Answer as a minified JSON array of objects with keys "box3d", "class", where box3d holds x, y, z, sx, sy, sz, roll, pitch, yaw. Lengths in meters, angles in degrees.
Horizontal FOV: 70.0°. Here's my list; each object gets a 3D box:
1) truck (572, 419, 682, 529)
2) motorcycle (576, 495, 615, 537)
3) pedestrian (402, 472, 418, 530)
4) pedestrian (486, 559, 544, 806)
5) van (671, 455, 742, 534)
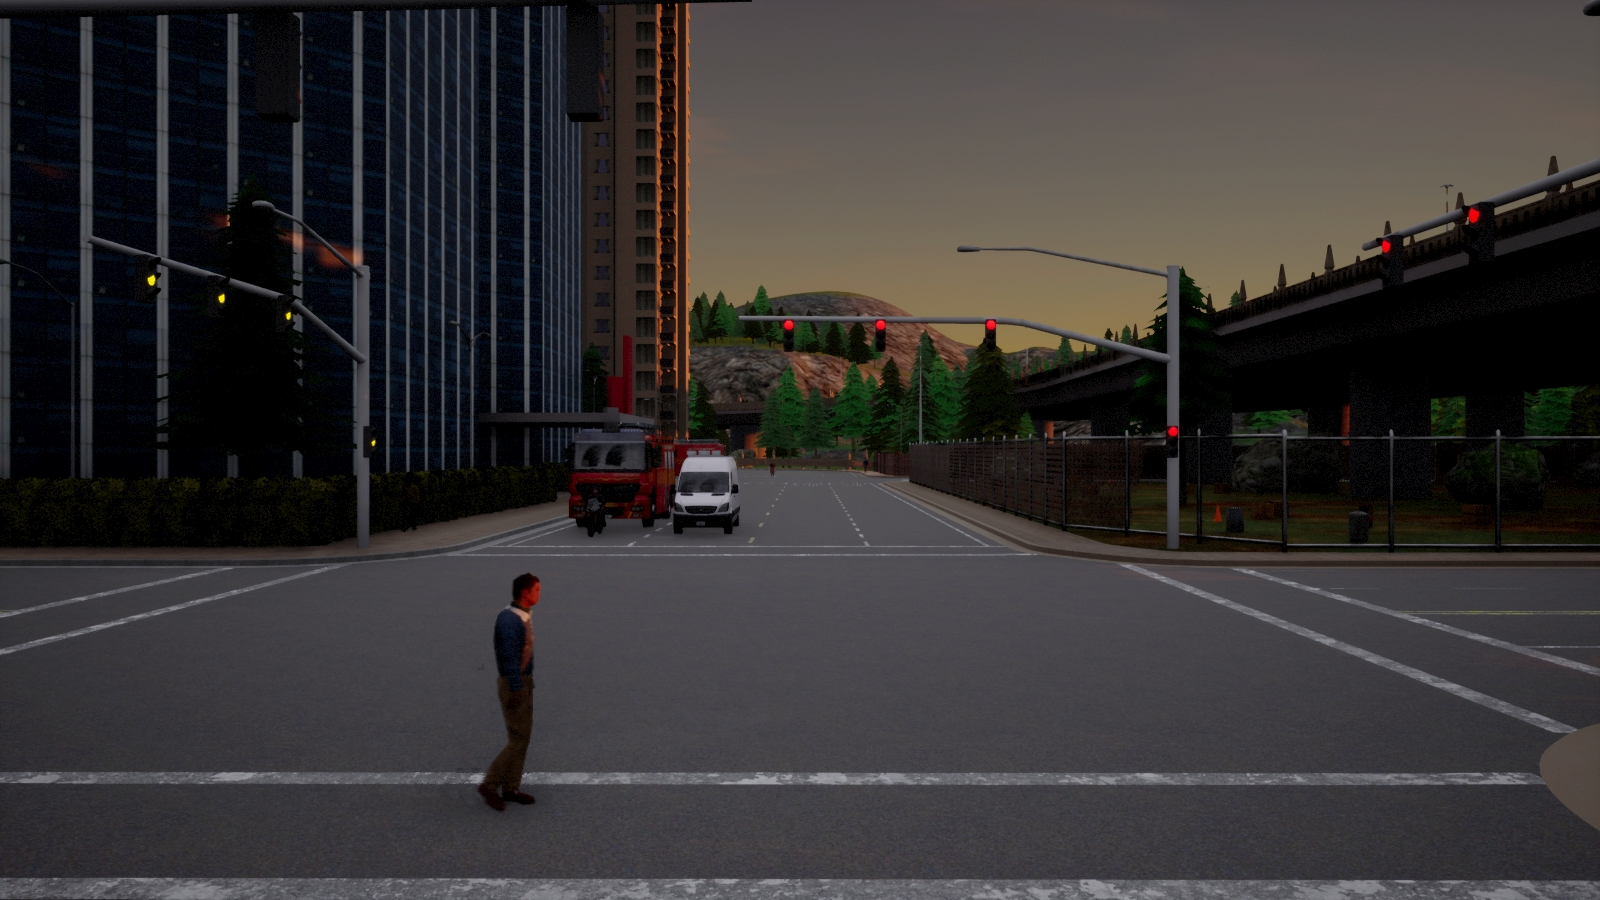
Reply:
[{"box3d":[-6.445,0.835,43.975,2.891,3.827,8.468,0,0,0],"class":"truck"},{"box3d":[-6.735,2.150,37.693,0.867,1.251,2.209,0,0,0],"class":"motorcycle"},{"box3d":[-12.546,1.642,36.722,0.375,1.860,0.375,0,0,3],"class":"pedestrian"},{"box3d":[-2.224,1.798,8.945,0.375,1.860,0.375,0,0,-3],"class":"pedestrian"},{"box3d":[-3.226,1.479,40.346,1.988,2.561,5.915,0,0,0],"class":"van"}]
